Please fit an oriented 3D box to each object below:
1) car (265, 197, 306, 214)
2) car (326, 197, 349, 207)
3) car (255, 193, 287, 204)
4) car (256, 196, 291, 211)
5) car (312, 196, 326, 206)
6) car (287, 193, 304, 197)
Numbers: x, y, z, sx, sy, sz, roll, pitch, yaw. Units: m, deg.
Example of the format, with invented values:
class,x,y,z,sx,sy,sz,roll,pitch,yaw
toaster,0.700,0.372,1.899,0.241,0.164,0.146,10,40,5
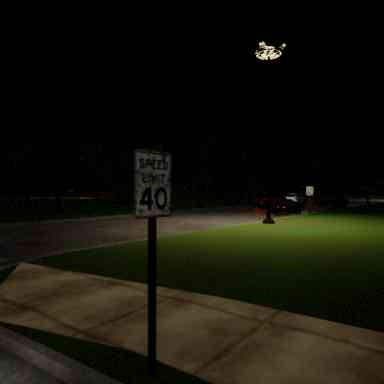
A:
class,x,y,z,sx,sy,sz,roll,pitch,yaw
car,10.020,1.541,34.860,2.033,1.411,5.357,0,0,37
car,22.937,1.471,51.799,1.882,1.535,5.008,0,0,37
car,11.170,1.211,47.992,2.150,2.045,5.566,0,0,37
car,9.986,1.517,40.608,1.812,1.442,4.674,0,0,37
car,21.644,1.496,55.870,1.837,1.490,4.892,0,0,37
car,17.559,1.211,56.443,2.150,2.045,5.566,0,0,37
